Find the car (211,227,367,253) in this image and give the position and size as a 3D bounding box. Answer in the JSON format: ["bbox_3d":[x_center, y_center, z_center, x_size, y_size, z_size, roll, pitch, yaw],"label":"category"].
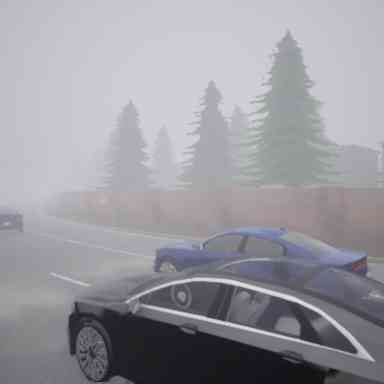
[{"bbox_3d":[1.274,1.533,7.604,5.008,1.535,1.882,0,0,37],"label":"car"}]

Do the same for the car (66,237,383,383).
[{"bbox_3d":[0.524,1.520,3.790,4.902,1.511,2.128,0,0,37],"label":"car"}]

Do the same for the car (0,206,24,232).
[{"bbox_3d":[-11.742,1.607,20.159,1.882,1.535,5.008,0,0,-41],"label":"car"}]
